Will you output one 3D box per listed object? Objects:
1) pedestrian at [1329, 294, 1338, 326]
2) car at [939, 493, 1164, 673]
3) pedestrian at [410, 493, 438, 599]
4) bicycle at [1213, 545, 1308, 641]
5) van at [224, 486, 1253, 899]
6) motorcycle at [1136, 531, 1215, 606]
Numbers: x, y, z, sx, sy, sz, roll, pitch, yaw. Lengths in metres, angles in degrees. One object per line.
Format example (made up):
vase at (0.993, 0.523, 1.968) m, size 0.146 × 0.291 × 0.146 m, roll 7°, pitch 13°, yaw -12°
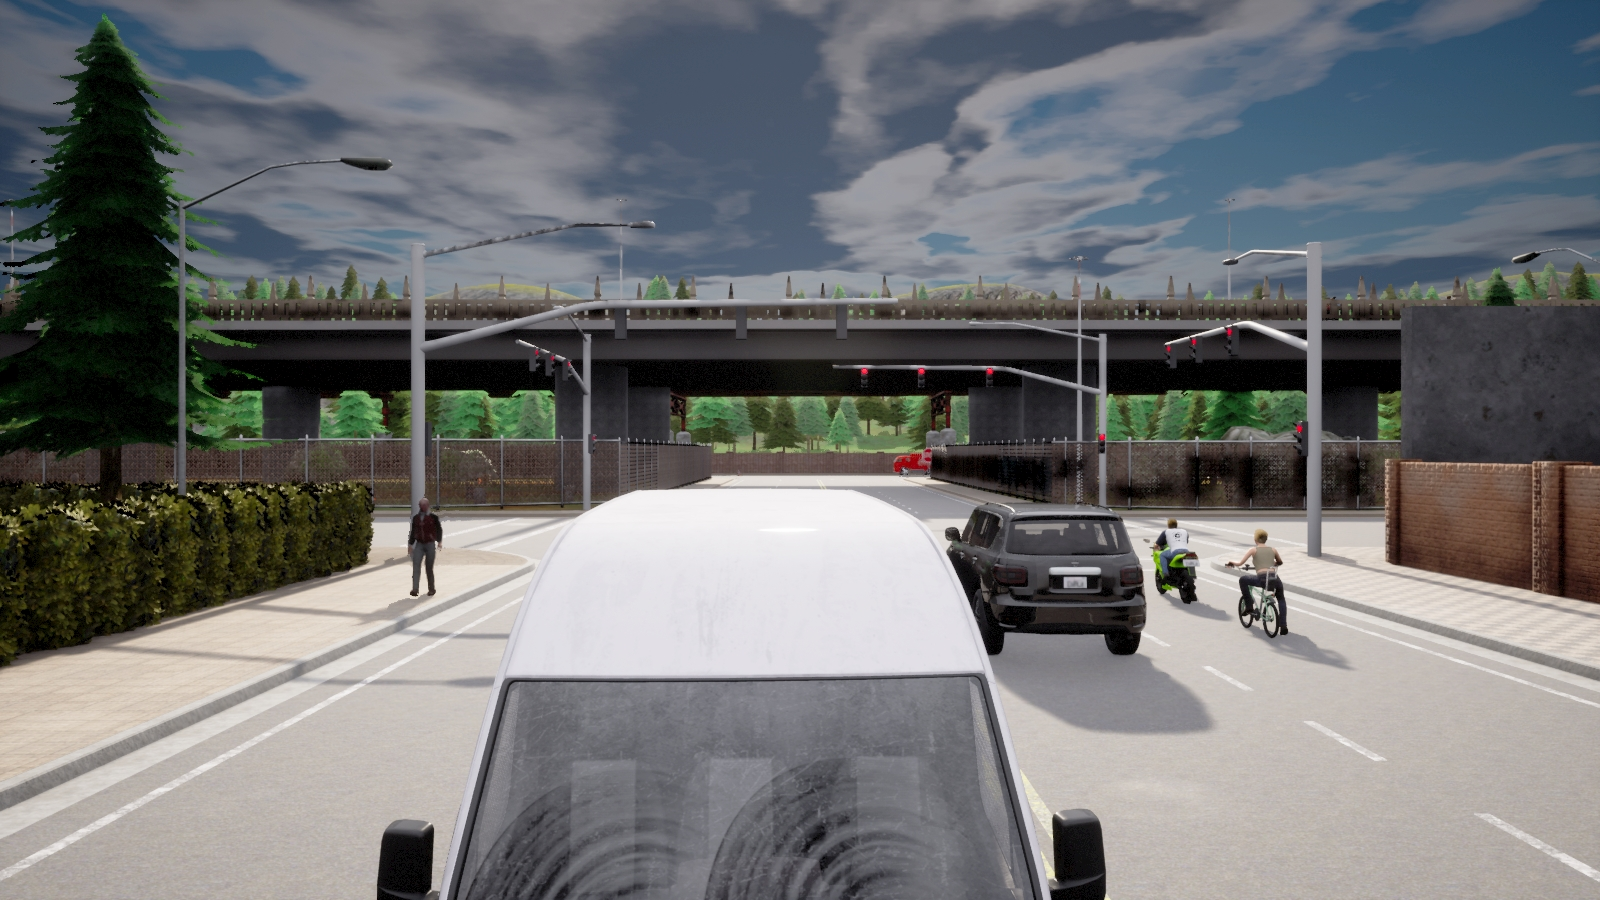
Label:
pedestrian at (31.599, -8.300, 67.699) m, size 0.375 × 1.860 × 0.375 m, roll 0°, pitch 0°, yaw 0°
car at (3.496, 1.780, 17.139) m, size 2.150 × 2.045 × 5.566 m, roll 0°, pitch 0°, yaw 0°
pedestrian at (-6.696, 1.697, 20.352) m, size 0.375 × 1.860 × 0.375 m, roll 0°, pitch 0°, yaw 2°
bicycle at (7.010, 2.159, 17.481) m, size 0.859 × 1.276 × 1.487 m, roll 0°, pitch 0°, yaw 0°
van at (-0.245, 1.535, 5.164) m, size 1.988 × 2.561 × 5.915 m, roll 0°, pitch 0°, yaw -3°
motorcycle at (6.995, 2.187, 21.401) m, size 0.803 × 1.199 × 2.033 m, roll 0°, pitch 0°, yaw 0°
